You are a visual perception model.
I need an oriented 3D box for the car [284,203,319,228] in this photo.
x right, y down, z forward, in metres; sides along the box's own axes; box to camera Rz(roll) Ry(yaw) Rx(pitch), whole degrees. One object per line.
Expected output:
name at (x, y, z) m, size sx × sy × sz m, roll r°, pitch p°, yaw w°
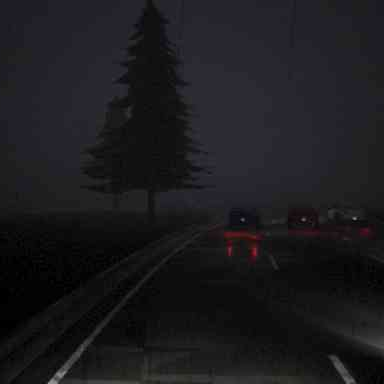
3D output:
car at (7.324, 1.488, 22.400) m, size 1.882 × 1.535 × 5.008 m, roll 0°, pitch 0°, yaw 14°

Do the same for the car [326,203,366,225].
car at (11.318, 1.546, 24.601) m, size 1.812 × 1.442 × 4.674 m, roll 0°, pitch 0°, yaw 10°

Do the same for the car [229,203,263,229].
car at (3.600, 1.478, 21.898) m, size 1.882 × 1.535 × 5.008 m, roll 0°, pitch 0°, yaw 14°

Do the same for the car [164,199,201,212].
car at (-1.151, 1.507, 38.527) m, size 4.674 × 1.442 × 1.812 m, roll 0°, pitch -1°, yaw 34°
